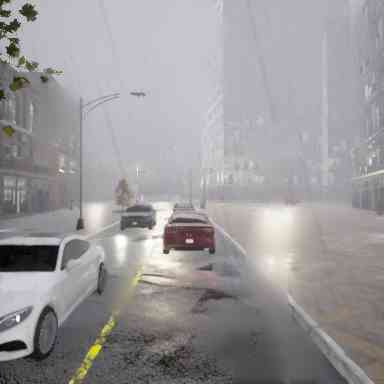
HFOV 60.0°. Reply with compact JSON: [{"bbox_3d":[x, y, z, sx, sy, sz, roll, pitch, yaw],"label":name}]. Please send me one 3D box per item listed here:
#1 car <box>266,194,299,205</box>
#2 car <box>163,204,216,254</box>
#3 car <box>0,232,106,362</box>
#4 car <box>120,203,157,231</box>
[{"bbox_3d":[13.966,1.200,51.548,5.009,1.841,2.192,0,-1,15],"label":"car"},{"bbox_3d":[-0.143,1.480,13.516,1.882,1.535,5.008,0,0,-1],"label":"car"},{"bbox_3d":[-2.876,1.526,6.077,1.812,1.442,4.674,0,0,-1],"label":"car"},{"bbox_3d":[-3.258,1.479,20.872,1.882,1.535,5.008,0,0,-2],"label":"car"}]
